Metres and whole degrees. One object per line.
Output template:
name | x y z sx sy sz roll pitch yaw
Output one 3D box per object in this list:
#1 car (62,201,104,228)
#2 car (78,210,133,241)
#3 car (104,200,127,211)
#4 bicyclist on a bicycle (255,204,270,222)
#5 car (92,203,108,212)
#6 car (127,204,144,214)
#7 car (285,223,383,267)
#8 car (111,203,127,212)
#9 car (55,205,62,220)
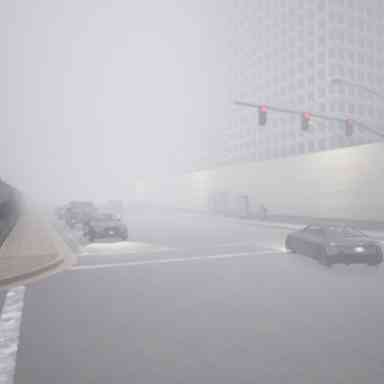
car | -9.109 1.772 27.490 2.150 2.045 5.566 1 -1 -26
car | -5.003 1.938 18.961 1.994 1.385 4.181 1 -1 -26
car | -11.624 2.236 49.198 2.150 2.045 5.566 1 -1 -24
bicyclist on a bicycle | 6.531 1.954 30.695 1.656 1.620 0.582 0 -1 -26
car | -16.138 2.709 58.421 1.837 1.490 4.892 1 -1 -26
car | -8.952 2.568 51.804 2.128 1.511 4.902 1 -1 -26
car | 5.122 1.844 12.574 1.994 1.385 4.181 1 -1 -6
car | -13.398 2.831 61.024 1.994 1.385 4.181 1 -1 -26
car | -13.343 2.084 36.293 2.097 1.767 4.553 1 -1 -26
